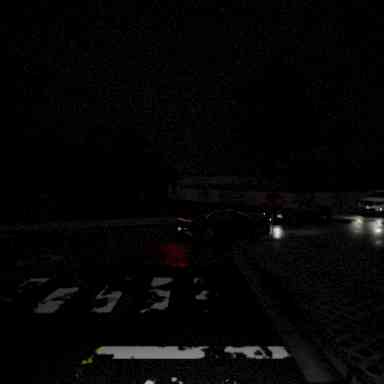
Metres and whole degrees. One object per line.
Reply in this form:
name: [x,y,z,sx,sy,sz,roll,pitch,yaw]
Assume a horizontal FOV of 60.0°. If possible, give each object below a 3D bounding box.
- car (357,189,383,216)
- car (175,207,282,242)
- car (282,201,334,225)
car: [16.322,0.829,28.054,5.566,2.045,2.150,-1,3,-34]
car: [1.601,1.486,16.257,4.902,1.511,2.128,1,2,-26]
car: [7.279,1.324,22.524,5.357,1.411,2.033,-1,3,-30]
